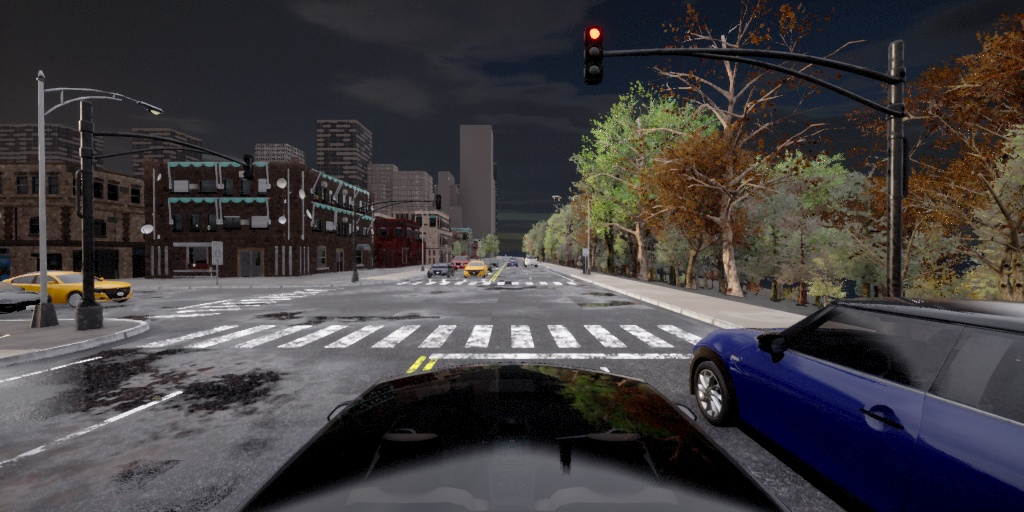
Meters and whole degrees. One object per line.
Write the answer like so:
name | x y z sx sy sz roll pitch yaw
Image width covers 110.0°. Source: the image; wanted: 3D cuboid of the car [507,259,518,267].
car | 0.100 1.252 64.490 1.812 1.442 4.674 0 0 0

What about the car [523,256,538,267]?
car | 3.353 0.948 63.641 2.150 2.045 5.566 0 0 0

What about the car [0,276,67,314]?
car | -19.947 1.565 13.290 4.313 1.339 1.948 0 0 0

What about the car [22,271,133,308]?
car | -20.009 1.450 15.985 5.008 1.535 1.882 -1 1 -1

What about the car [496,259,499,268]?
car | -3.320 1.080 59.582 2.097 1.767 4.553 0 0 0

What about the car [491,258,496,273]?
car | -3.350 1.241 44.143 1.837 1.490 4.892 0 0 0

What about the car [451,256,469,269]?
car | -6.597 0.957 46.553 2.150 2.045 5.566 0 0 0

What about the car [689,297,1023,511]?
car | 3.351 1.102 2.833 2.097 1.767 4.553 0 0 0

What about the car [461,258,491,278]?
car | -3.351 1.217 33.982 1.882 1.535 5.008 0 0 0

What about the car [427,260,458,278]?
car | -6.601 1.304 33.778 1.994 1.385 4.181 0 0 0
